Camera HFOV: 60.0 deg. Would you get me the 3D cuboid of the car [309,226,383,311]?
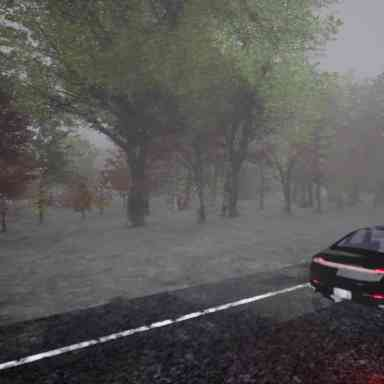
[{"bbox_3d":[4.476,1.463,6.935,4.902,1.511,2.128,0,0,-35],"label":"car"}]
